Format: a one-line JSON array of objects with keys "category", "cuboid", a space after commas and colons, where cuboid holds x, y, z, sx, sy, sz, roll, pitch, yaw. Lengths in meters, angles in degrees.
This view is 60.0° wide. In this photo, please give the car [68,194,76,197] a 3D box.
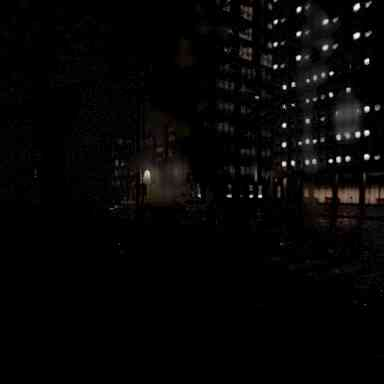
[{"category": "car", "cuboid": [-31.038, 1.343, 84.874, 2.033, 1.411, 5.357, 1, 0, -34]}]

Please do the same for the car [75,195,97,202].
[{"category": "car", "cuboid": [-15.537, 1.372, 49.927, 1.994, 1.385, 4.181, 1, 0, -33]}]

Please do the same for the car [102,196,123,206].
[{"category": "car", "cuboid": [-12.223, 1.323, 50.810, 1.882, 1.535, 5.008, 1, -1, -33]}]

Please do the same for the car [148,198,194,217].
[{"category": "car", "cuboid": [-2.218, 1.322, 29.923, 1.882, 1.535, 5.008, 1, 0, -34]}]

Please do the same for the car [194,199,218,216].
[{"category": "car", "cuboid": [0.488, 1.407, 31.722, 1.812, 1.442, 4.674, 1, 0, -34]}]
